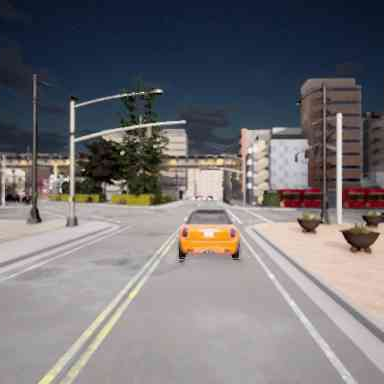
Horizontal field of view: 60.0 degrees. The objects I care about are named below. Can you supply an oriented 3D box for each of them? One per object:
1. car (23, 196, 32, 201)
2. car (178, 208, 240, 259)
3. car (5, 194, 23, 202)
[{"bbox_3d":[-41.453,1.694,84.060,1.882,1.535,5.008,0,0,-43],"label":"car"},{"bbox_3d":[0.677,1.415,13.037,2.097,1.767,4.553,0,0,3],"label":"car"},{"bbox_3d":[-44.047,1.425,81.712,2.150,2.045,5.566,0,0,-43],"label":"car"}]
